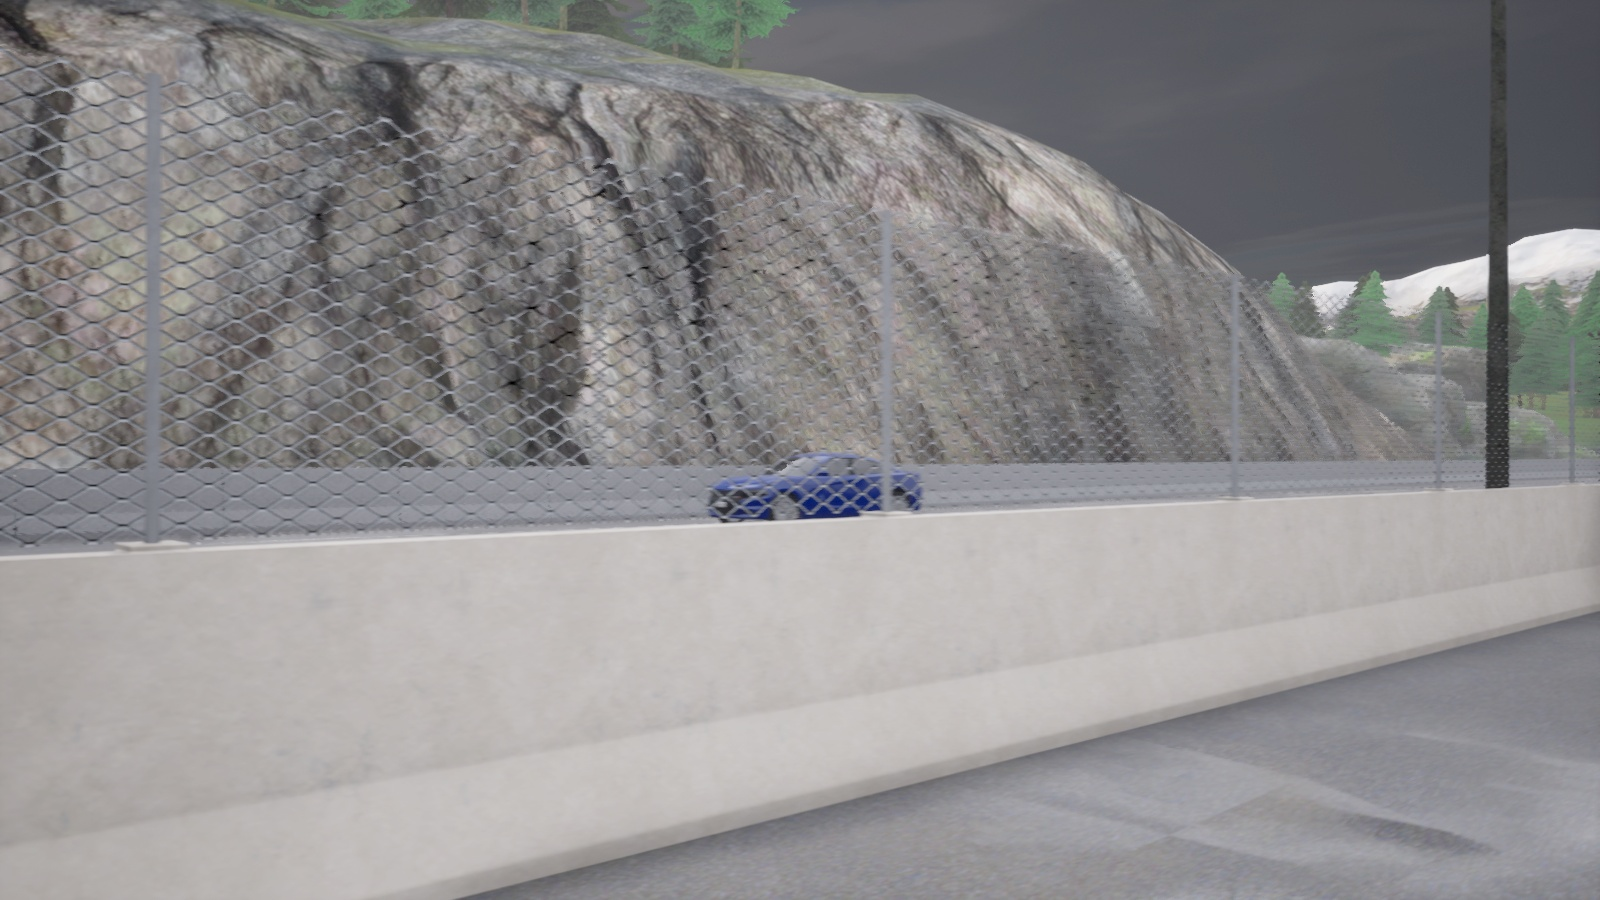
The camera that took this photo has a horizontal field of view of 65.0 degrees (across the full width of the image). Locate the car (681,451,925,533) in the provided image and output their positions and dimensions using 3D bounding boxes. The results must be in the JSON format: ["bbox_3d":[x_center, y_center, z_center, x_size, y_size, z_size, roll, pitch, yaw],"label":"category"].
[{"bbox_3d":[0.145,0.792,25.940,5.008,1.535,1.882,0,0,-40],"label":"car"}]
